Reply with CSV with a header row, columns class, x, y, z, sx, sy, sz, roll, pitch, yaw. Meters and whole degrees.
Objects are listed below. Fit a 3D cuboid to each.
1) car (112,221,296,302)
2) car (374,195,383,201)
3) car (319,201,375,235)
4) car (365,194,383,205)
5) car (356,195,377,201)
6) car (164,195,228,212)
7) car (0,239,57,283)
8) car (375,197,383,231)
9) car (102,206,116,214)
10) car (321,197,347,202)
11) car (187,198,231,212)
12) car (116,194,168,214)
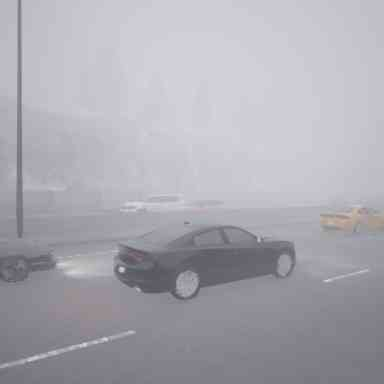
class,x,y,z,sx,sy,sz,roll,pitch,yaw
car,0.540,1.477,8.394,5.008,1.535,1.882,0,0,-35
car,26.373,1.502,43.434,4.892,1.490,1.837,0,0,-33
car,9.299,1.477,18.840,5.008,1.535,1.882,0,0,-35
car,34.009,1.352,61.194,4.553,1.767,2.097,0,0,-34
car,24.189,1.489,46.233,4.902,1.511,2.128,0,0,-34
car,0.558,1.351,25.770,4.553,1.767,2.097,0,0,-35
car,-6.202,1.547,7.930,5.357,1.411,2.033,0,0,-35
car,7.515,1.220,9.025,5.566,2.045,2.150,0,0,-35
car,-5.367,1.547,30.161,5.357,1.411,2.033,0,0,-35
car,20.468,1.489,47.952,4.902,1.511,2.128,0,0,-34
car,2.080,1.490,39.658,4.902,1.511,2.128,0,0,-35
car,-3.060,1.223,27.505,5.566,2.045,2.150,0,0,-35
